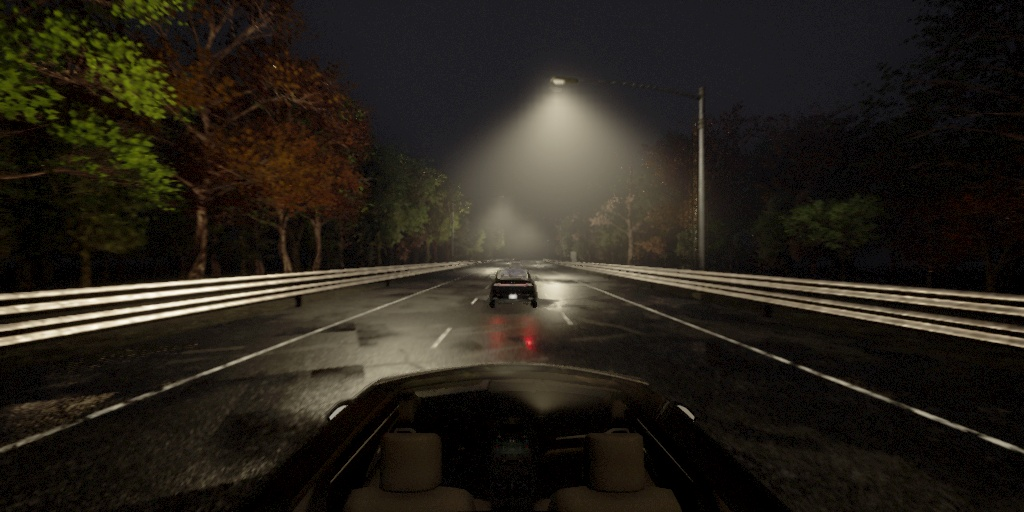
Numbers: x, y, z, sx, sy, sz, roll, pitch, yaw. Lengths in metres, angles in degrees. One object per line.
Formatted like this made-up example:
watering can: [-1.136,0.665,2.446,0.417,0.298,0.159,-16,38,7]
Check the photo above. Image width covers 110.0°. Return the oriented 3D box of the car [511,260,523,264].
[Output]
car: [0.518,1.437,45.588,1.812,1.442,4.674,0,0,1]

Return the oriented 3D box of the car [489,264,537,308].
car: [0.057,1.295,15.677,2.128,1.511,4.902,0,0,0]
